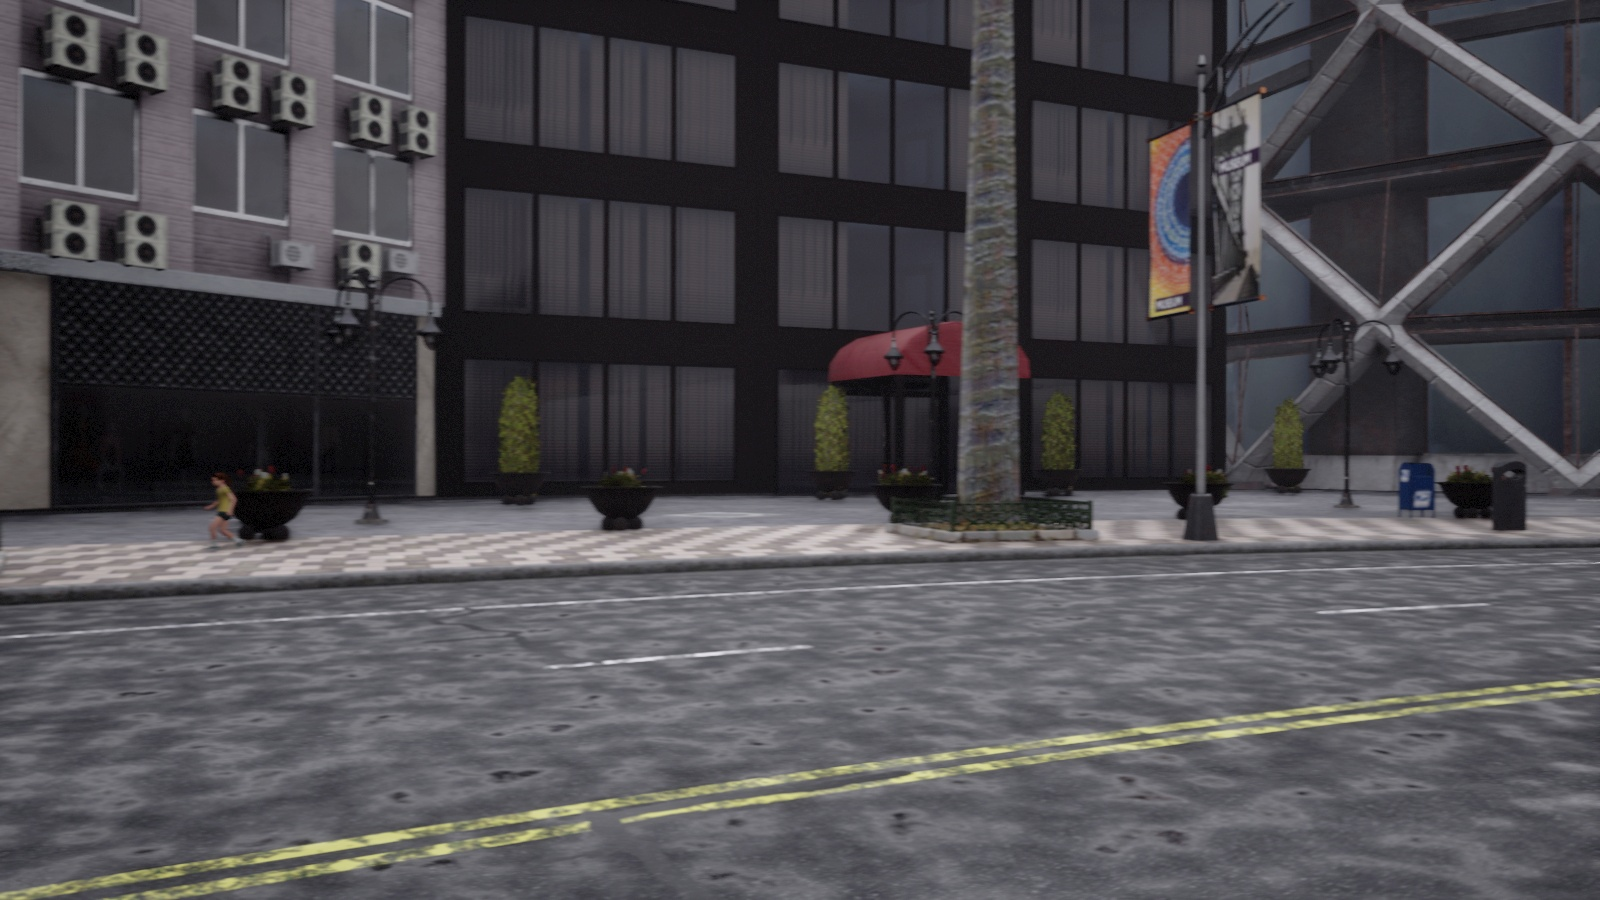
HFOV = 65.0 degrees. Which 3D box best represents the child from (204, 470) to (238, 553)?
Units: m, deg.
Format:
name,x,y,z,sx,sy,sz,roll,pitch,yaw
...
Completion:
name,x,y,z,sx,sy,sz,roll,pitch,yaw
child,-7.805,0.822,16.927,0.394,1.110,0.255,0,0,-30
